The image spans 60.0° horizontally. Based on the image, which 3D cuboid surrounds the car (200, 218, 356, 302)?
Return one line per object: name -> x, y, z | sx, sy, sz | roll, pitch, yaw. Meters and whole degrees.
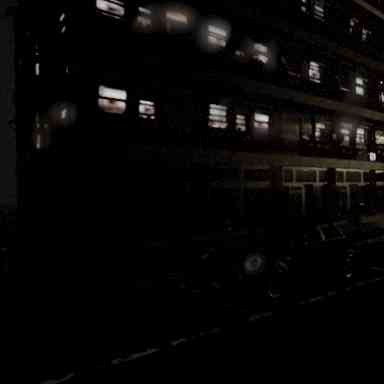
car -> 2.149, 1.419, 8.109 | 4.097, 1.590, 1.967 | 0, -1, -36
